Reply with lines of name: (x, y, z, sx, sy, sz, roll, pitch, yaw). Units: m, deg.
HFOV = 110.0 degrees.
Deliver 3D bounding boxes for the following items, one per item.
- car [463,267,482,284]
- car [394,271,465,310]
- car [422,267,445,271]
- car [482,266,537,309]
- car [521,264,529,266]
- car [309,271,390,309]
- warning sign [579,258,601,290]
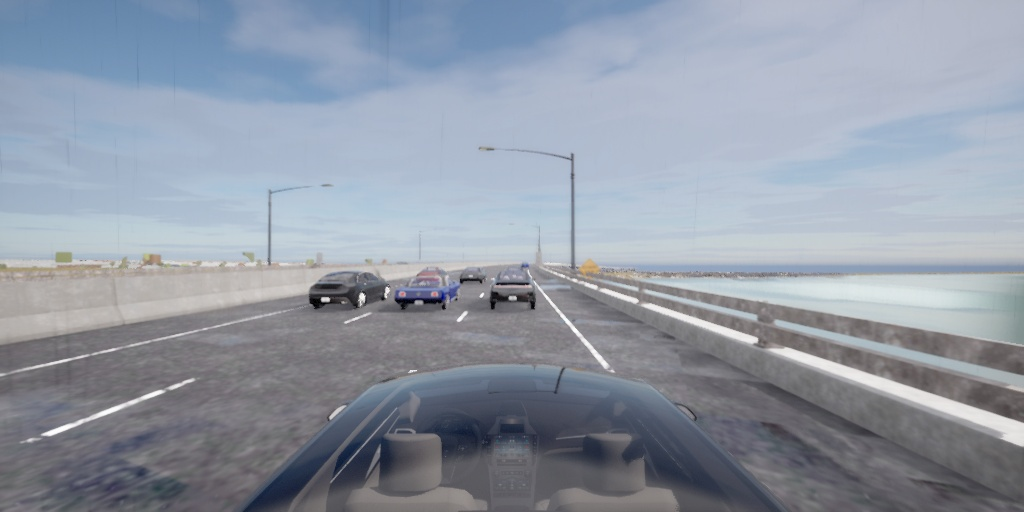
car: (-3.272, 1.604, 30.722, 1.994, 1.385, 4.181, 0, -1, 1)
car: (-3.453, 1.486, 15.616, 1.895, 1.301, 4.718, 0, -1, 1)
car: (-6.770, 1.606, 30.796, 1.994, 1.385, 4.181, 0, -1, 1)
car: (0.052, 1.379, 15.775, 2.128, 1.511, 4.902, 0, 0, 1)
car: (0.227, 1.603, 30.662, 1.994, 1.385, 4.181, 0, -1, 1)
car: (-6.948, 1.396, 15.835, 1.837, 1.490, 4.892, 0, 0, 1)
warning sign: (4.647, 1.058, 21.361, 1.300, 1.860, 1.060, 0, 0, 1)
